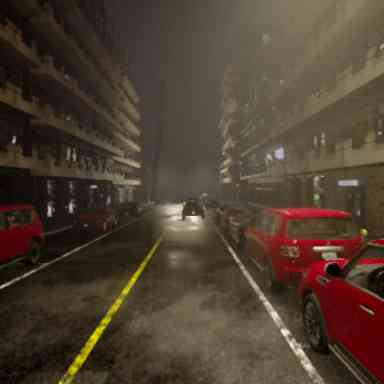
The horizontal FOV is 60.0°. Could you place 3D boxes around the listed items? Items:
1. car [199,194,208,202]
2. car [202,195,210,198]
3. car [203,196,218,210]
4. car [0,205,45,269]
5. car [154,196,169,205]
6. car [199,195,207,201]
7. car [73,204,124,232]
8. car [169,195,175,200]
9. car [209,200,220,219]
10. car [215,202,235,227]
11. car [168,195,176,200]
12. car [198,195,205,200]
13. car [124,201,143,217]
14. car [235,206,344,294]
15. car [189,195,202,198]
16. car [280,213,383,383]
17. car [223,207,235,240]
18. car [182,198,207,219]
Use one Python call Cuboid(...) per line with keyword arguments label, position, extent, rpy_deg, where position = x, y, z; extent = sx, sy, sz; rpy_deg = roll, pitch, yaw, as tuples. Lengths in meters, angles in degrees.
Cuboid(label="car", position=(2.685, 1.392, 76.768), extent=(1.967, 1.590, 4.097), rpy_deg=(-1, 0, 0))
Cuboid(label="car", position=(2.683, 1.534, 48.444), extent=(2.008, 1.369, 4.403), rpy_deg=(-1, 0, 0))
Cuboid(label="car", position=(2.685, 1.552, 42.779), extent=(1.947, 1.339, 4.313), rpy_deg=(-1, 0, 0))
Cuboid(label="car", position=(-5.705, 1.315, 8.733), extent=(2.192, 1.841, 5.009), rpy_deg=(-1, 0, 0))
Cuboid(label="car", position=(-5.696, 1.524, 59.719), extent=(2.008, 1.369, 4.403), rpy_deg=(-1, 0, 0))
Cuboid(label="car", position=(2.688, 1.525, 82.432), extent=(1.802, 1.307, 4.206), rpy_deg=(-1, 0, 0))
Cuboid(label="car", position=(-5.700, 1.542, 20.063), extent=(1.887, 1.381, 4.507), rpy_deg=(-1, 0, 0))
Cuboid(label="car", position=(-5.693, 1.460, 87.872), extent=(1.752, 1.417, 4.829), rpy_deg=(-1, 0, 0))
Cuboid(label="car", position=(2.653, 1.561, 25.786), extent=(1.947, 1.339, 4.313), rpy_deg=(-1, 0, 0))
Cuboid(label="car", position=(2.647, 1.543, 20.122), extent=(1.887, 1.381, 4.507), rpy_deg=(-1, 0, 0))
Cuboid(label="car", position=(-5.691, 1.492, 93.709), extent=(1.947, 1.339, 4.313), rpy_deg=(-1, 0, 0))
Cuboid(label="car", position=(2.688, 1.471, 93.761), extent=(1.887, 1.381, 4.507), rpy_deg=(-1, 0, 0))
Cuboid(label="car", position=(-5.699, 1.558, 31.394), extent=(1.947, 1.339, 4.313), rpy_deg=(-1, 0, 0))
Cuboid(label="car", position=(2.641, 1.315, 8.793), extent=(2.192, 1.841, 5.009), rpy_deg=(-1, 0, 0))
Cuboid(label="car", position=(0.105, 1.489, 45.959), extent=(1.837, 1.490, 4.892), rpy_deg=(0, 0, 0))
Cuboid(label="car", position=(2.641, 1.316, 3.128), extent=(2.192, 1.841, 5.009), rpy_deg=(-1, 0, 0))
Cuboid(label="car", position=(2.647, 1.565, 14.457), extent=(1.947, 1.339, 4.313), rpy_deg=(-1, 0, 0))
Cuboid(label="car", position=(0.105, 1.519, 29.226), extent=(1.812, 1.442, 4.674), rpy_deg=(0, 0, 0))
